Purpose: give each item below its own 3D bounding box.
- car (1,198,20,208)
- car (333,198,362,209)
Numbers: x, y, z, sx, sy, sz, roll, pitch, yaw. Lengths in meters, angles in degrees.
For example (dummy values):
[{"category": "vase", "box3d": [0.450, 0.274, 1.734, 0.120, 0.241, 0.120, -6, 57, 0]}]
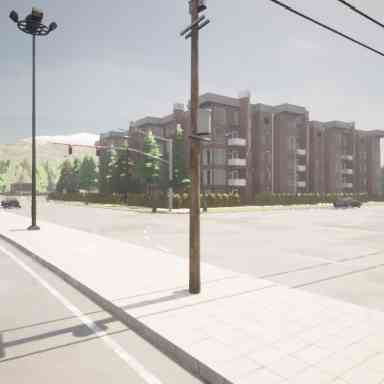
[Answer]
[{"category": "car", "box3d": [-26.088, 1.526, 47.887, 1.812, 1.442, 4.674, 0, 0, -36]}, {"category": "car", "box3d": [21.001, 1.492, 44.852, 4.902, 1.511, 2.128, 0, 0, -35]}]
